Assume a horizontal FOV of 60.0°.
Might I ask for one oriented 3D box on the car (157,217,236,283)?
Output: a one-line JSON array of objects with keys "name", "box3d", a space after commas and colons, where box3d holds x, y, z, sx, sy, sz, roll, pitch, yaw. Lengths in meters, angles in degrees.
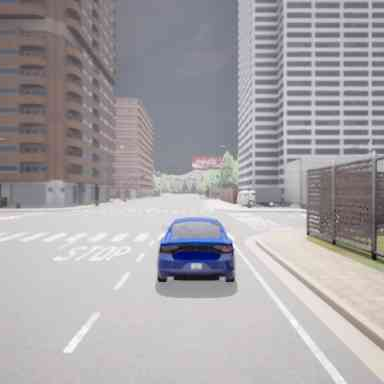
[{"name": "car", "box3d": [0.124, 1.460, 9.652, 1.882, 1.535, 5.008, 0, 0, 1]}]
